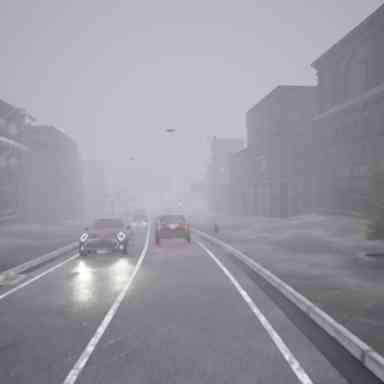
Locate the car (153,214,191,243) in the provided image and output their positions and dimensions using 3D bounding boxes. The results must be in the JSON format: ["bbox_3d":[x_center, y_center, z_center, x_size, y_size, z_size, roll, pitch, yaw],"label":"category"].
[{"bbox_3d":[-1.329,2.193,21.443,2.097,1.767,4.553,-1,-3,-6],"label":"car"}]

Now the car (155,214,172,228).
[{"bbox_3d":[-3.551,3.449,40.076,1.837,1.490,4.892,-1,-3,-7],"label":"car"}]

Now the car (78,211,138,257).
[{"bbox_3d":[-3.989,2.000,16.124,2.097,1.767,4.553,-1,-3,-5],"label":"car"}]

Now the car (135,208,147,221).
[{"bbox_3d":[-8.842,3.863,56.966,2.150,2.045,5.566,-1,-1,-7],"label":"car"}]
